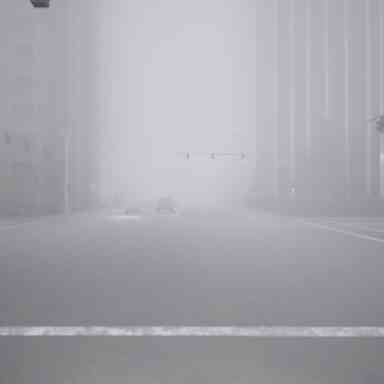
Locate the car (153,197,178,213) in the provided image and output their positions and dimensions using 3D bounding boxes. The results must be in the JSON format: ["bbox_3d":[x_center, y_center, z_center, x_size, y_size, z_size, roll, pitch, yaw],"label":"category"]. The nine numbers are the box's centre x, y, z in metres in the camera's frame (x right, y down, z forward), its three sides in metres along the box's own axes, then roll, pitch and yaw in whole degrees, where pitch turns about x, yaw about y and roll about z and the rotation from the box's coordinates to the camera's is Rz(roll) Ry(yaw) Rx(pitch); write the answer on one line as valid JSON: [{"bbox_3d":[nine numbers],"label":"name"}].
[{"bbox_3d":[-3.548,1.713,44.876,2.150,2.045,5.566,0,-1,1],"label":"car"}]

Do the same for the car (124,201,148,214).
[{"bbox_3d":[-7.068,2.053,41.333,1.895,1.301,4.718,0,-1,0],"label":"car"}]

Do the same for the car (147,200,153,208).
[{"bbox_3d":[-7.025,2.118,56.203,1.837,1.490,4.892,0,0,1],"label":"car"}]
